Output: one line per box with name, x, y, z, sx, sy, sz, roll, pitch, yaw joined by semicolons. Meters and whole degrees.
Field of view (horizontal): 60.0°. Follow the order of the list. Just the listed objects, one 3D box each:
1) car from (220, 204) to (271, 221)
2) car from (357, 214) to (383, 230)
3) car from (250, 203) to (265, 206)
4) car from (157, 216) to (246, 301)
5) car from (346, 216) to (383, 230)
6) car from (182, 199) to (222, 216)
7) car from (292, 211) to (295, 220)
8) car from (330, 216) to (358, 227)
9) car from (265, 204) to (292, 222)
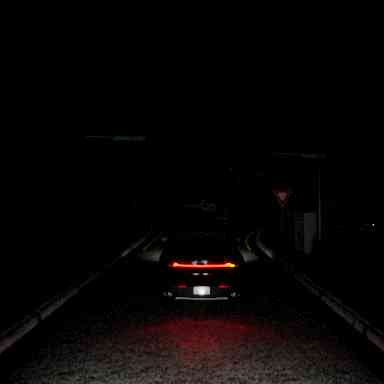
car;6.067;2.465;37.655;4.718;1.301;1.895;5;-2;-11
car;24.088;3.786;41.302;5.566;2.045;2.150;5;-2;-11
car;6.713;2.439;43.109;2.185;1.767;4.553;6;-3;-32
car;0.225;1.590;8.476;1.837;1.490;4.892;0;-1;1
car;24.409;4.296;46.688;2.002;1.452;4.674;7;-3;-31
car;0.887;1.911;41.880;2.435;2.045;5.566;1;-2;-31
car;12.513;3.126;44.509;1.946;1.575;5.366;6;-3;-31
car;21.450;4.014;46.103;2.002;1.452;4.674;6;-3;-31
car;9.697;2.599;43.738;2.435;2.045;5.566;7;-3;-32
